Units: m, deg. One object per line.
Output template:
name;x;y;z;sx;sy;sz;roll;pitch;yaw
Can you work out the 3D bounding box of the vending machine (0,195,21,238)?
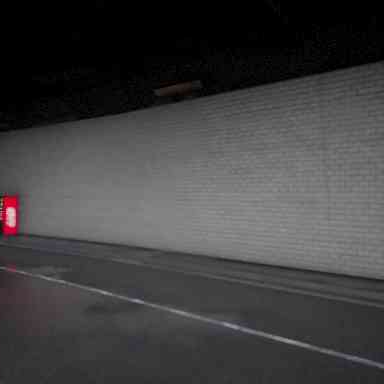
vending machine;-9.497;1.196;16.896;0.880;2.100;1.100;0;0;28
